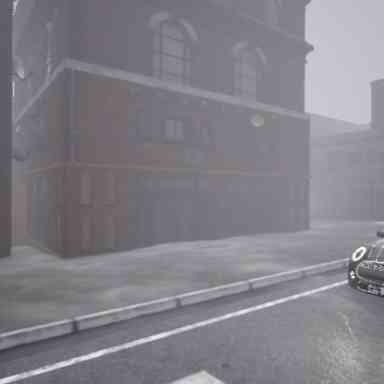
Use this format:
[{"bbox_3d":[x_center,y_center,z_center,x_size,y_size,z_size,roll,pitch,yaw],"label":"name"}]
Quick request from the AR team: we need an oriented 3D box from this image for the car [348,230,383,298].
[{"bbox_3d":[5.616,1.342,7.695,4.553,1.767,2.097,0,0,-36],"label":"car"}]
